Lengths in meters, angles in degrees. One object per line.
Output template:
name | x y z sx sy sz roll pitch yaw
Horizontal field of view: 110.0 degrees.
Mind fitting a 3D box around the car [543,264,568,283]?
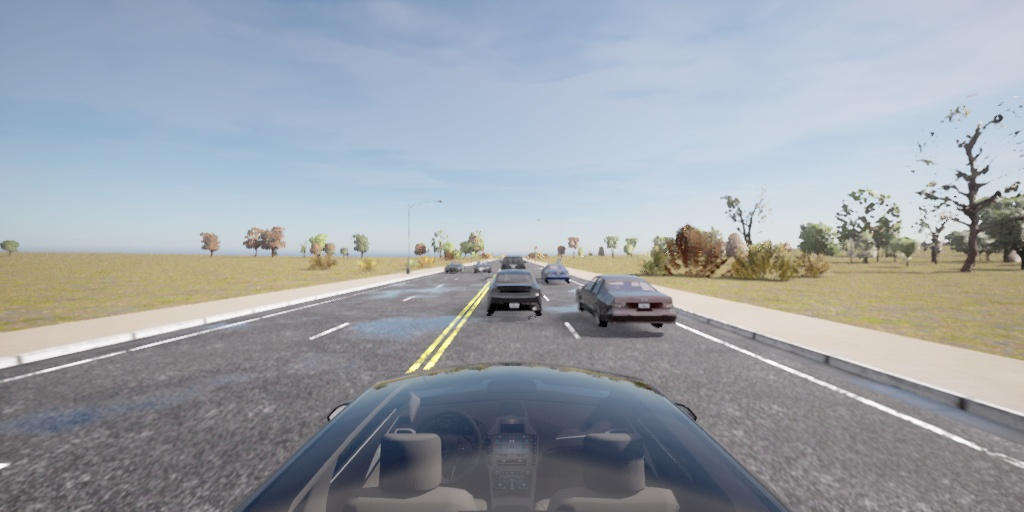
car | 3.336 1.324 28.219 2.033 1.411 5.357 0 0 0

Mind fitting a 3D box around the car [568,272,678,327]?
car | 3.328 1.307 11.513 2.033 1.411 5.357 0 0 0

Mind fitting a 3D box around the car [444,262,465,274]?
car | -6.588 1.353 41.673 1.994 1.385 4.181 0 0 0

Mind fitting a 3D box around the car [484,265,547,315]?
car | 0.084 1.269 13.571 1.837 1.490 4.892 0 0 0

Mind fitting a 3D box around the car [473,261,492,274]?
car | -3.340 1.280 41.311 2.128 1.511 4.902 0 0 0

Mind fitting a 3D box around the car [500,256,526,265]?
car | 0.097 1.002 32.278 2.150 2.045 5.566 0 0 0
